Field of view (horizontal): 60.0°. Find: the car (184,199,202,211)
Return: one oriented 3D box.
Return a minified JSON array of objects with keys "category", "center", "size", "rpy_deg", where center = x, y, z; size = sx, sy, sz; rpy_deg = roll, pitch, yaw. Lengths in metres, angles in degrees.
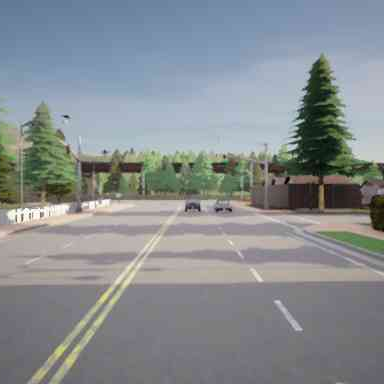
[{"category":"car","center":[0.086,1.575,40.756],"size":[1.812,1.442,4.674],"rpy_deg":[0,0,0]}]

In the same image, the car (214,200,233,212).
[{"category":"car","center":[3.594,1.649,39.244],"size":[1.895,1.301,4.718],"rpy_deg":[0,0,0]}]
